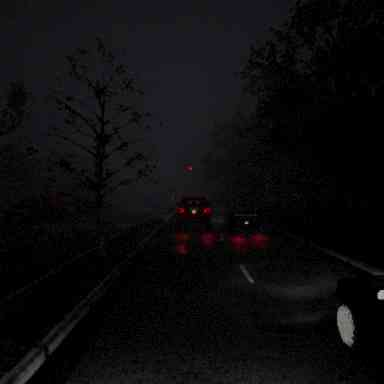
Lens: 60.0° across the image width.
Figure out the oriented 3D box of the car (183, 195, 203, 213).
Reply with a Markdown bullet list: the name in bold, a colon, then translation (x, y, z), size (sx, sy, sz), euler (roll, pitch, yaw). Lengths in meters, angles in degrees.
- **car**: translation (0.147, 1.390, 39.524), size (2.150, 2.045, 5.566), euler (0, -1, 0)

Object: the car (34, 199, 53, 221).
- **car**: translation (-13.825, 1.607, 26.262), size (4.792, 1.488, 2.163), euler (-1, 0, -20)

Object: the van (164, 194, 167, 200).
- **van**: translation (-10.264, 1.527, 94.123), size (4.442, 1.987, 1.878), euler (-1, -1, -14)

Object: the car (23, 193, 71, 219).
- **car**: translation (-13.825, 1.346, 29.268), size (5.566, 2.045, 2.435), euler (-1, 0, -20)

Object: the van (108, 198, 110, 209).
- **van**: translation (-13.611, 1.473, 44.353), size (4.442, 1.987, 1.878), euler (-1, -1, -19)

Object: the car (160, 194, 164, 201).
- **car**: translation (-10.821, 1.718, 88.130), size (5.366, 1.575, 1.946), euler (-1, -1, -15)

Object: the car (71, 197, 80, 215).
- **car**: translation (-13.966, 1.616, 32.216), size (5.366, 1.575, 1.946), euler (-1, 0, -20)

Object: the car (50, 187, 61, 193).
- **car**: translation (-31.178, -0.086, 76.069), size (2.435, 2.045, 5.566), euler (6, -3, -19)

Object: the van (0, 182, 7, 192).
- **van**: translation (-43.161, -1.152, 76.062), size (1.878, 1.987, 4.442), euler (6, -3, -19)

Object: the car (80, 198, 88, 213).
- **car**: translation (-13.777, 1.678, 35.283), size (4.674, 1.452, 2.002), euler (-1, 0, -20)

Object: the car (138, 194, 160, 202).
- **car**: translation (-11.465, 1.746, 85.137), size (4.792, 1.488, 2.163), euler (-1, 0, -15)

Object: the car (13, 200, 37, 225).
- **car**: translation (-13.808, 1.560, 23.278), size (4.892, 1.521, 2.231), euler (-1, -1, -20)

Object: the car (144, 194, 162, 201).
- **car**: translation (-10.729, 1.614, 91.082), size (4.553, 1.767, 2.185), euler (-1, -1, -14)

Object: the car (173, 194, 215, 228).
- **car**: translation (0.099, 1.286, 22.592), size (2.150, 2.045, 5.566), euler (0, 0, 0)

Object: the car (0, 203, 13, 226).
- **car**: translation (-13.836, 1.417, 20.269), size (4.553, 1.767, 2.185), euler (-1, -1, -20)

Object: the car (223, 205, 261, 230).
- **car**: translation (3.098, 1.548, 21.258), size (2.128, 1.511, 4.902), euler (0, 0, 0)

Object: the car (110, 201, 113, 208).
- **car**: translation (-13.636, 1.595, 47.330), size (4.553, 1.767, 2.185), euler (-1, 0, -19)

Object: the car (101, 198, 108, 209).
- **car**: translation (-13.726, 1.428, 41.317), size (5.566, 2.045, 2.435), euler (-1, -1, -20)

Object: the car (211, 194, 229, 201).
- **car**: translation (7.644, 1.559, 90.708), size (4.553, 1.767, 2.185), euler (1, 0, -14)

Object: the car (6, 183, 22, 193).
- **car**: translation (-40.216, -0.652, 76.120), size (2.231, 1.521, 4.892), euler (6, -3, -19)

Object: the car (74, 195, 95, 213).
- **car**: translation (-13.798, 1.407, 38.281), size (5.566, 2.045, 2.435), euler (-1, 0, -20)

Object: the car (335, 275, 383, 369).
- **car**: translation (3.100, 1.478, 3.096), size (1.882, 1.535, 5.008), euler (0, 0, 0)

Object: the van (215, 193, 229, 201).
- **van**: translation (7.262, 1.445, 87.739), size (4.442, 1.987, 1.878), euler (1, 0, -14)

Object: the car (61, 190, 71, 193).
- **car**: translation (-28.183, 0.476, 76.007), size (2.002, 1.452, 4.674), euler (6, -3, -19)
